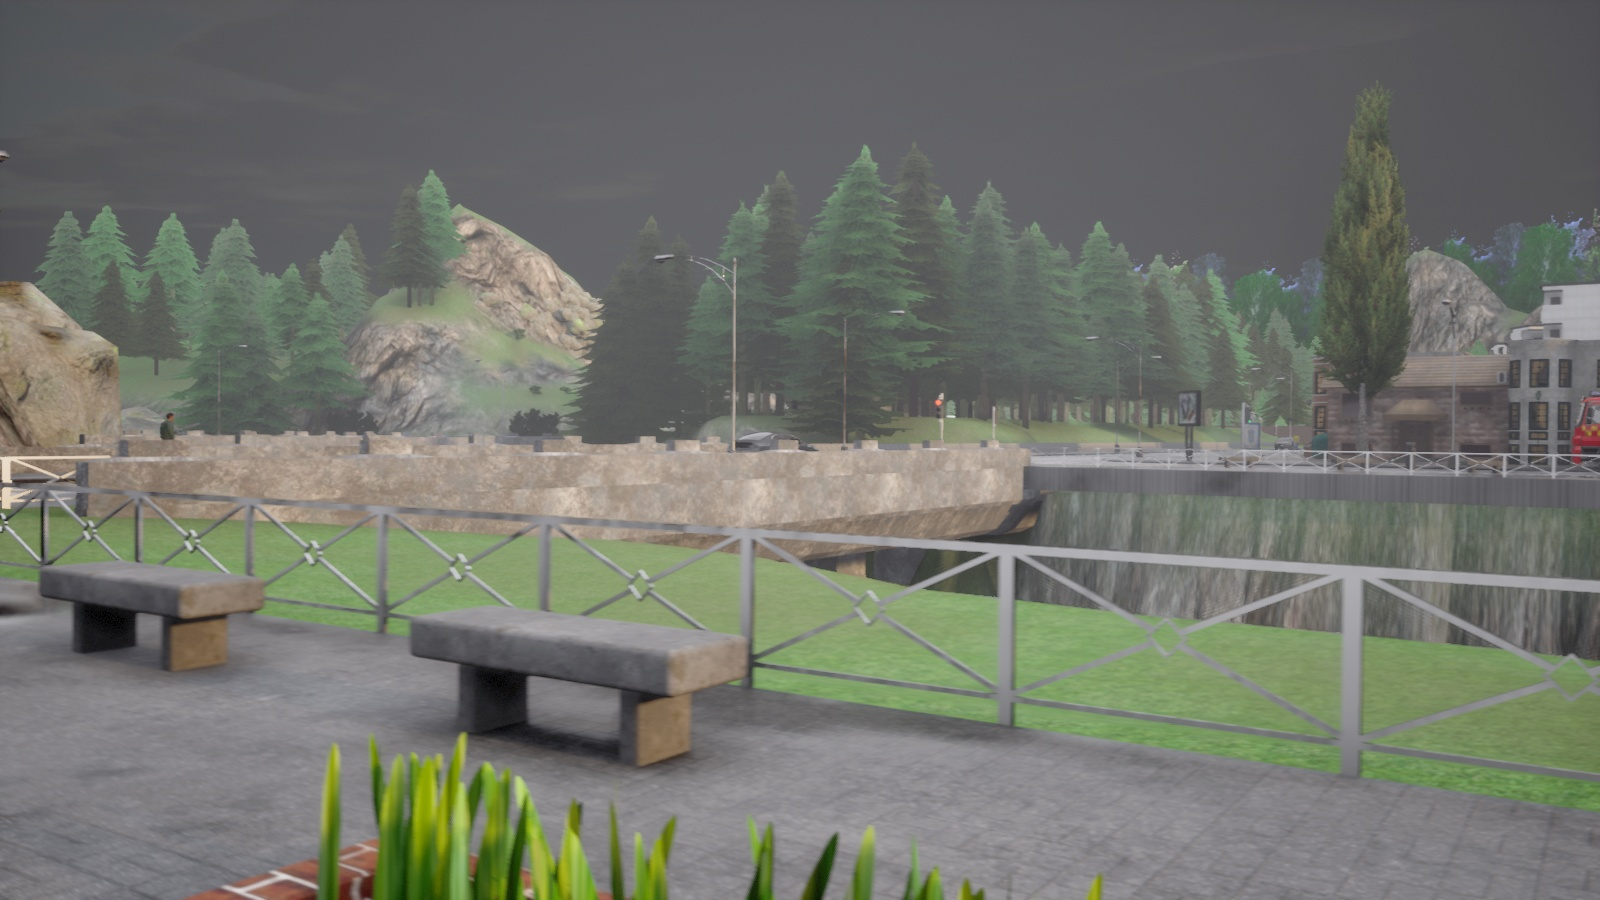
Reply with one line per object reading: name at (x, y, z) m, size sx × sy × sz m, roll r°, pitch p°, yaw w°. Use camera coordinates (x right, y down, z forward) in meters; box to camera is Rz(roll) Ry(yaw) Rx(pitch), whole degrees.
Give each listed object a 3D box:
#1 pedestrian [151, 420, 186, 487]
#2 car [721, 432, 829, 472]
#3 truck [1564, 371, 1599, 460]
pedestrian at (-18.758, 0.103, 37.289) m, size 0.423 × 1.949 × 0.788 m, roll 0°, pitch 1°, yaw 34°
car at (-0.922, 0.062, 50.017) m, size 1.837 × 1.490 × 4.892 m, roll 0°, pitch 1°, yaw 33°
truck at (37.451, -1.500, 53.326) m, size 8.468 × 3.827 × 2.891 m, roll 0°, pitch 1°, yaw 34°
